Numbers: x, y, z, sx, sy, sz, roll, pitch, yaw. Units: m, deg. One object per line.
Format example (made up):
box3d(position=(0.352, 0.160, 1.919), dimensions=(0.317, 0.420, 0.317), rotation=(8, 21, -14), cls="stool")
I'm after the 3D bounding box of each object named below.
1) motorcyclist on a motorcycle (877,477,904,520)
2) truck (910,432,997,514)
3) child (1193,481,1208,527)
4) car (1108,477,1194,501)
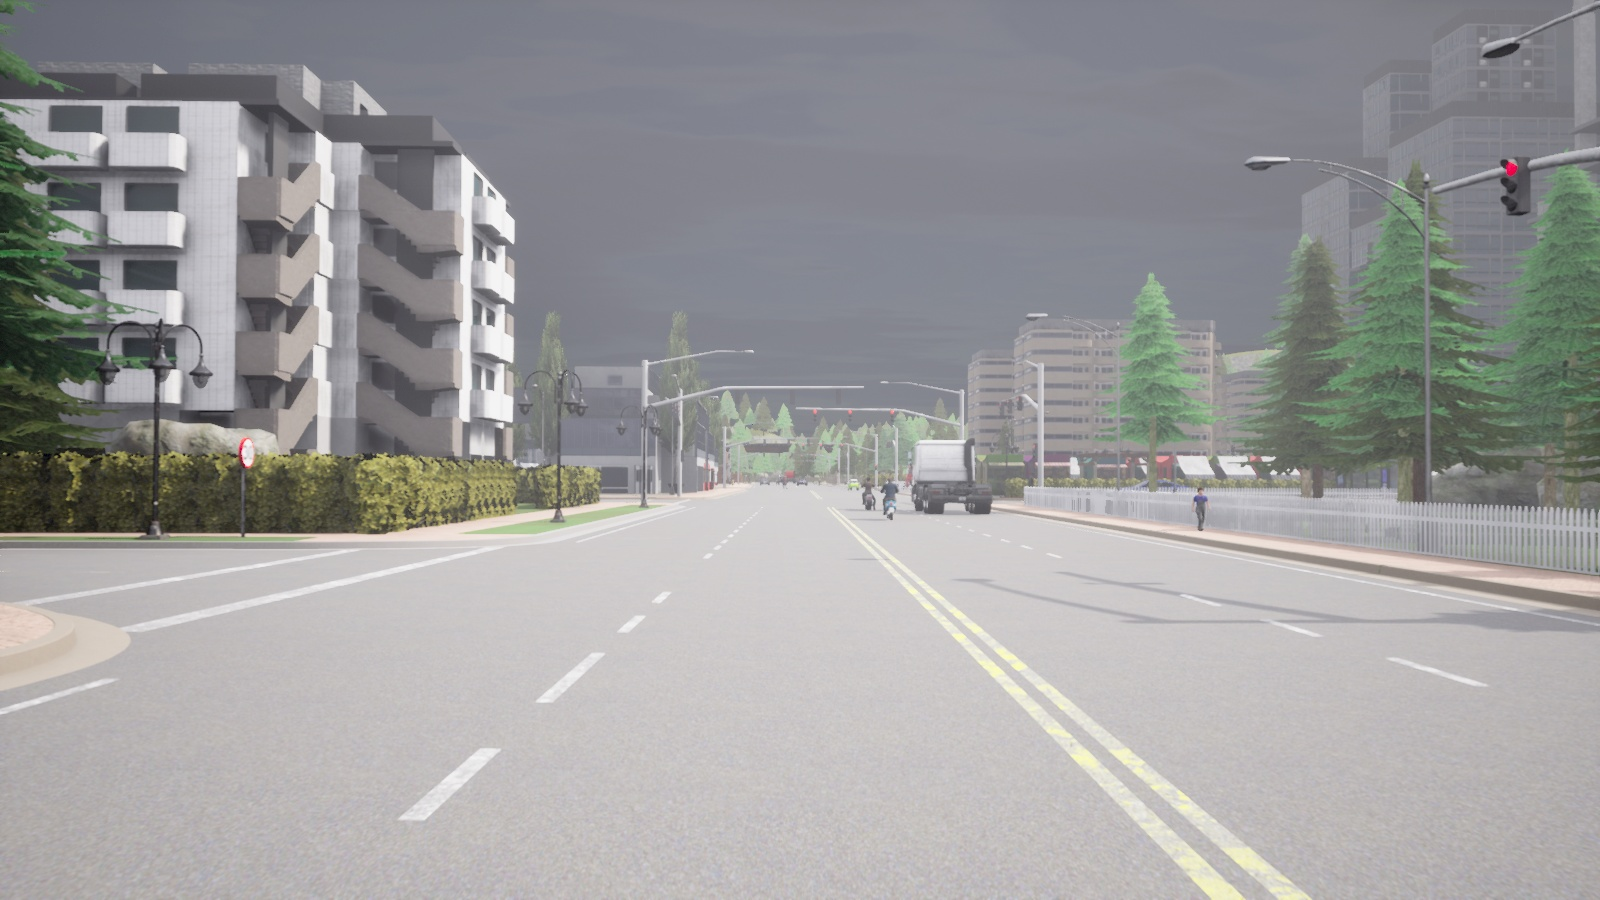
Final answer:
box3d(position=(3.381, 1.801, 47.248), dimensions=(0.866, 1.590, 1.817), rotation=(0, -1, 0), cls="motorcyclist on a motorcycle")
box3d(position=(6.862, 1.072, 57.280), dimensions=(2.891, 3.462, 7.936), rotation=(0, -1, 0), cls="truck")
box3d(position=(10.934, 1.471, 34.285), dimensions=(0.270, 1.263, 0.437), rotation=(0, -1, 0), cls="child")
box3d(position=(22.626, 2.490, 81.071), dimensions=(5.008, 1.535, 1.882), rotation=(0, -1, -2), cls="car")
